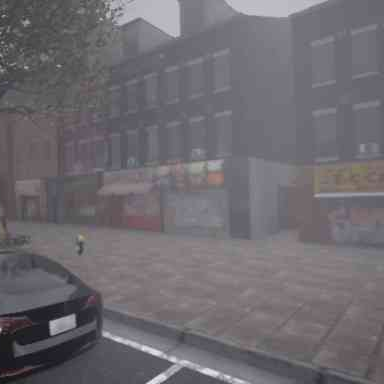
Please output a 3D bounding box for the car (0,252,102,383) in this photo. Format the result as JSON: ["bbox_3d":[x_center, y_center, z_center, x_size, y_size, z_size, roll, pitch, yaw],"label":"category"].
[{"bbox_3d":[-3.205,1.597,5.103,4.313,1.339,1.947,0,-2,35],"label":"car"}]
